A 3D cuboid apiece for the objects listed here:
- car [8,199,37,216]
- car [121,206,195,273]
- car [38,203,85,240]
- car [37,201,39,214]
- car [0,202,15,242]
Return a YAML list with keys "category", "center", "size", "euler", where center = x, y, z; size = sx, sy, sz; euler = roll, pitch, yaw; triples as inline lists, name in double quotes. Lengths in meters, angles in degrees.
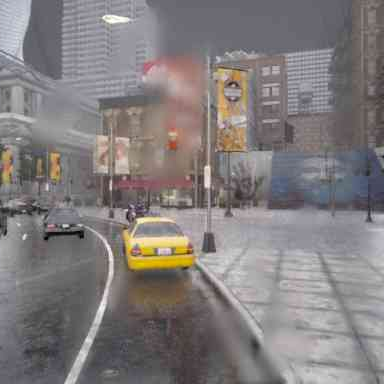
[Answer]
- category: "car"
  center: [-16.499, 1.507, 31.091]
  size: [1.812, 1.442, 4.674]
  euler: [0, 0, -45]
- category: "car"
  center: [-1.291, 1.455, 10.787]
  size: [1.801, 1.575, 5.366]
  euler: [0, 0, -14]
- category: "car"
  center: [-6.636, 1.540, 17.053]
  size: [2.033, 1.411, 5.357]
  euler: [0, 0, -24]
- category: "car"
  center: [-20.128, 1.497, 38.354]
  size: [4.674, 1.452, 2.002]
  euler: [0, 0, 37]
- category: "car"
  center: [-9.972, 1.482, 15.899]
  size: [2.128, 1.511, 4.902]
  euler: [0, 0, -25]
